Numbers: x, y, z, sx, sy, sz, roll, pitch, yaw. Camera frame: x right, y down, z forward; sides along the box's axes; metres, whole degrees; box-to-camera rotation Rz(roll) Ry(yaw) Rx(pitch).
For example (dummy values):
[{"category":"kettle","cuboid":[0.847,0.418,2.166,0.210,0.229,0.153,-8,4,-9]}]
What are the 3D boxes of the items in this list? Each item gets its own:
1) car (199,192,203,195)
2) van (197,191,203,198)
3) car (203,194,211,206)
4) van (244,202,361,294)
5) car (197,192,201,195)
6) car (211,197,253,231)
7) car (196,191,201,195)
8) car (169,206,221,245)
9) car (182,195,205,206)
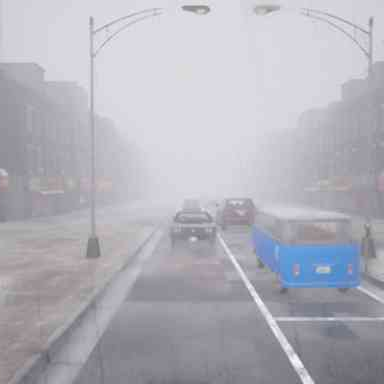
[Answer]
[{"category":"car","cuboid":[2.383,1.180,52.838,1.752,1.417,4.829,-1,0,0]},{"category":"van","cuboid":[2.204,0.754,91.393,1.690,1.788,3.998,-1,0,0]},{"category":"car","cuboid":[2.435,1.309,41.604,1.802,1.307,4.206,-1,0,0]},{"category":"van","cuboid":[2.580,1.286,8.408,1.690,1.788,3.998,-1,0,0]},{"category":"car","cuboid":[2.359,1.172,58.200,2.008,1.369,4.403,-1,0,0]},{"category":"car","cuboid":[2.529,1.187,19.473,2.192,1.841,5.009,-1,0,0]},{"category":"car","cuboid":[2.309,1.117,69.265,1.947,1.339,4.313,-1,0,0]},{"category":"car","cuboid":[0.033,1.501,15.004,1.895,1.301,4.718,0,0,0]},{"category":"car","cuboid":[-0.049,1.330,32.956,2.033,1.411,5.357,0,0,0]}]
